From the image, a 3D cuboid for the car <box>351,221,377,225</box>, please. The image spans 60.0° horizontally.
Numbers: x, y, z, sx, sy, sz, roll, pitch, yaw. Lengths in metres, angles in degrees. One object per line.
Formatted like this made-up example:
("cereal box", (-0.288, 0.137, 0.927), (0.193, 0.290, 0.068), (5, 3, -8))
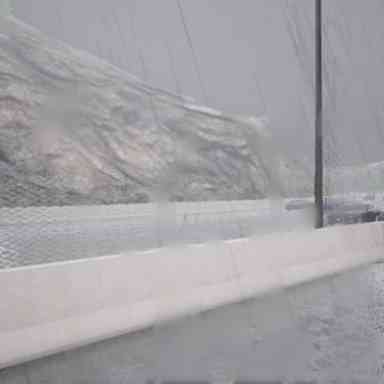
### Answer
("car", (10.744, 1.429, 21.912), (4.892, 1.490, 1.837), (0, 0, -42))
